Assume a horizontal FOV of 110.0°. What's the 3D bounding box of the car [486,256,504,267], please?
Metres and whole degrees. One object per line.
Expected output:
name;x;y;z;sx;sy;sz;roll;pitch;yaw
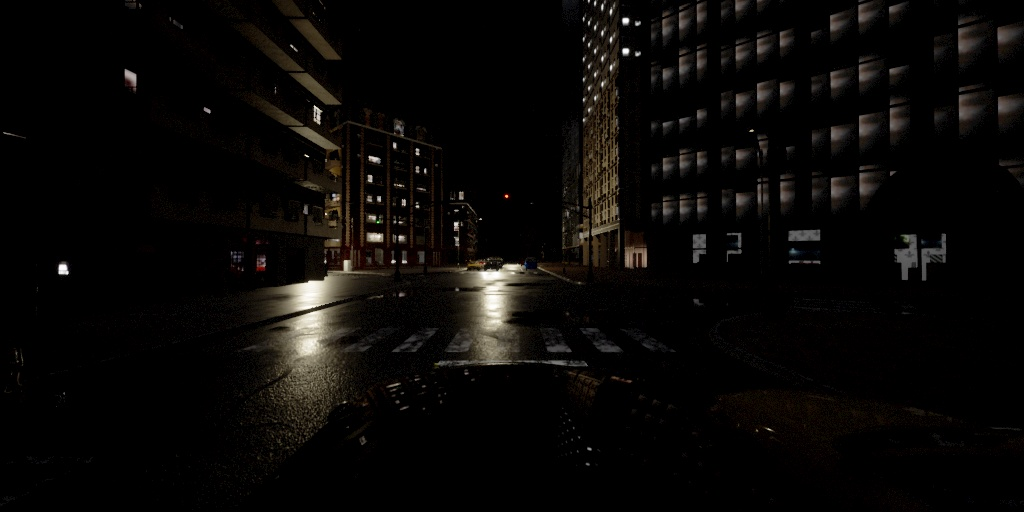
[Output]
car;-2.765;1.037;59.164;2.150;2.045;5.566;0;0;0

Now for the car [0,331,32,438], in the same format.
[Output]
car;-5.318;1.064;1.088;2.192;1.841;5.009;0;0;0

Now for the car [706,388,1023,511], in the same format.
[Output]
car;2.563;1.275;1.254;1.751;1.417;4.829;0;0;0

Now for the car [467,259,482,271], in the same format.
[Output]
car;-5.255;1.321;49.917;1.751;1.417;4.829;0;0;0

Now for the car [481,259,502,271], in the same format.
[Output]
car;-2.789;1.395;49.240;1.895;1.301;4.718;0;0;0

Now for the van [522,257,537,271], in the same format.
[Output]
van;2.625;1.137;50.077;1.690;1.789;3.998;0;0;0
